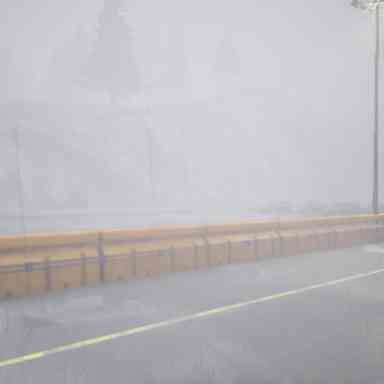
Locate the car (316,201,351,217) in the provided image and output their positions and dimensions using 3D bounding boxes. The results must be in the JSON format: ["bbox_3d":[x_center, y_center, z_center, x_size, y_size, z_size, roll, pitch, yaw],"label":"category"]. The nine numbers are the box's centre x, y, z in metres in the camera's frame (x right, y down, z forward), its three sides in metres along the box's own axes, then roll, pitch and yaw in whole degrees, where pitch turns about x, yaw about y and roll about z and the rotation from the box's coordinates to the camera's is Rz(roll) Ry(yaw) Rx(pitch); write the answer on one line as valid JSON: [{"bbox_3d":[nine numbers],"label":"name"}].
[{"bbox_3d":[13.735,1.641,30.089,4.892,1.490,1.837,1,0,-34],"label":"car"}]

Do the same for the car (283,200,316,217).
[{"bbox_3d":[11.781,1.610,32.992,4.902,1.511,2.128,1,0,-34],"label":"car"}]

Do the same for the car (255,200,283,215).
[{"bbox_3d":[8.839,1.601,35.239,4.892,1.490,1.837,1,0,-34],"label":"car"}]

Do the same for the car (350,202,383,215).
[{"bbox_3d":[15.268,1.652,26.906,4.892,1.490,1.837,1,0,-34],"label":"car"}]
